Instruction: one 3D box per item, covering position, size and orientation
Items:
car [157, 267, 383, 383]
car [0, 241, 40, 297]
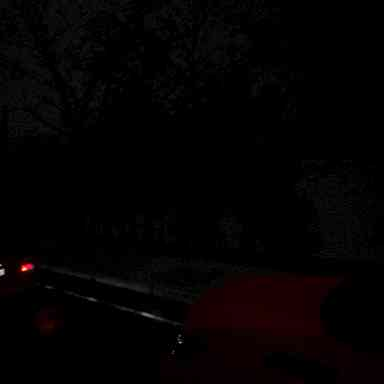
[{"bbox_3d":[2.359,1.214,2.001,5.566,2.045,2.150,-1,0,35],"label":"car"},{"bbox_3d":[-5.743,1.609,7.785,5.357,1.411,2.033,0,0,36],"label":"car"}]
